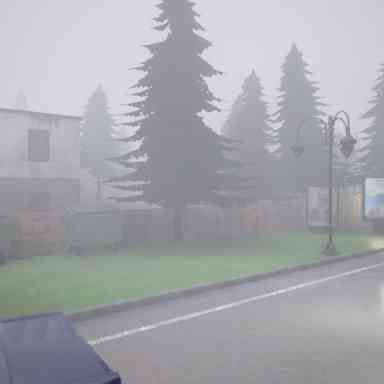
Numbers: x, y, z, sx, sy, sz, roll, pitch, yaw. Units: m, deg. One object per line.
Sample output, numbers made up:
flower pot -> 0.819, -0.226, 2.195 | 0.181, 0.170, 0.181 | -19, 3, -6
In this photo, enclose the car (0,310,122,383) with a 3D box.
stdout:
car -> -2.928, 1.601, 1.917 | 4.718, 1.301, 1.895 | 0, 0, -36
